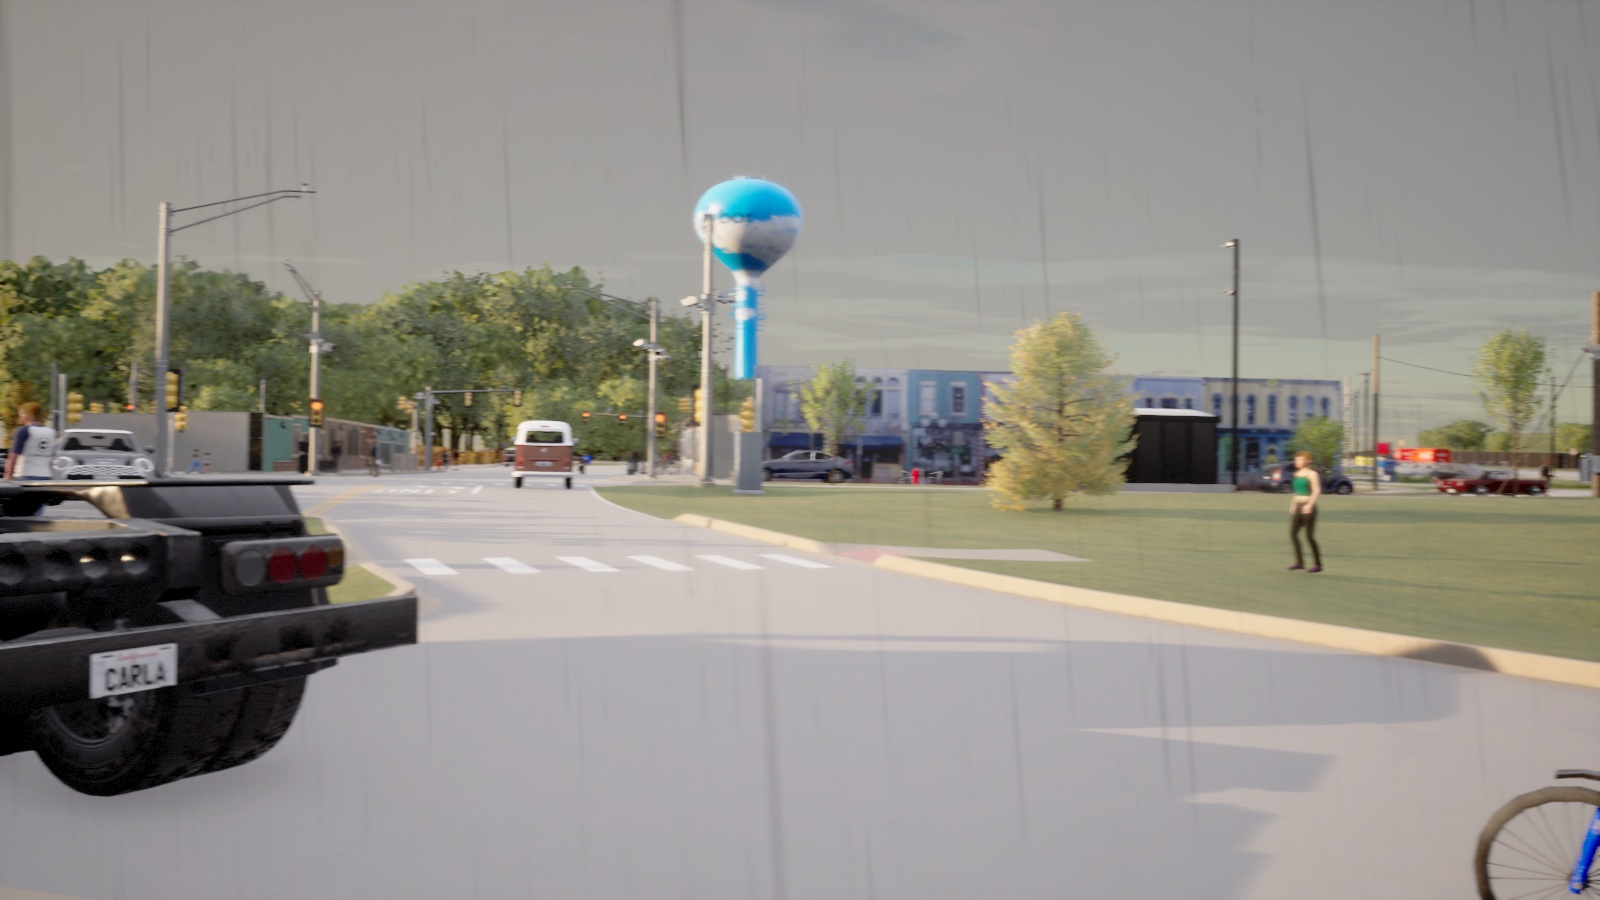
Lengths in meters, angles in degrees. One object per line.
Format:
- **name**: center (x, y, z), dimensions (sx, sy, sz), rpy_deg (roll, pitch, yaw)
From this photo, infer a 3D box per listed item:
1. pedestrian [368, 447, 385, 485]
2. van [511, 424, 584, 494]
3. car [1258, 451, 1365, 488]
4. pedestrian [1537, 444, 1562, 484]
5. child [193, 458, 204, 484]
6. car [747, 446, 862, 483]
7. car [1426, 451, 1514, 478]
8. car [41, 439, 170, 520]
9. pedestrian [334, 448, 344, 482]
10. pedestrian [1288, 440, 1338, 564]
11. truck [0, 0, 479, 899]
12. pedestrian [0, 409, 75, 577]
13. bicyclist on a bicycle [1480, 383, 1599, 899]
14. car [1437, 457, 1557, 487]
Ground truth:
- **pedestrian**: center (-20.518, 0.773, 60.848), dimensions (0.726, 1.842, 0.402), rpy_deg (0, -1, -3)
- **van**: center (-7.806, 0.291, 38.907), dimensions (2.069, 2.038, 4.480), rpy_deg (0, 0, -11)
- **car**: center (22.866, 0.861, 56.211), dimensions (3.988, 1.617, 1.851), rpy_deg (0, -1, -7)
- **pedestrian**: center (36.113, 0.683, 60.538), dimensions (0.563, 1.883, 0.849), rpy_deg (0, -1, -21)
- **child**: center (-28.596, 0.993, 59.729), dimensions (0.437, 1.263, 0.270), rpy_deg (0, -1, -15)
- **car**: center (0.158, 0.662, 57.232), dimensions (5.027, 1.651, 2.152), rpy_deg (0, -1, -7)
- **car**: center (38.792, 0.841, 72.832), dimensions (2.163, 1.488, 4.792), rpy_deg (0, 0, -7)
- **car**: center (-13.879, 0.536, 24.996), dimensions (1.970, 1.475, 3.806), rpy_deg (1, 0, -33)
- **pedestrian**: center (-25.993, 0.836, 70.840), dimensions (0.402, 1.930, 0.666), rpy_deg (0, -1, -7)
- **pedestrian**: center (7.716, 0.779, 18.894), dimensions (0.594, 1.836, 0.345), rpy_deg (0, -1, -13)
- **truck**: center (-5.594, -0.139, 5.899), dimensions (7.936, 3.462, 2.891), rpy_deg (-2, -1, 27)
- **pedestrian**: center (-8.494, 0.476, 13.977), dimensions (0.706, 1.836, 0.354), rpy_deg (-1, -1, 21)
- **bicyclist on a bicycle**: center (2.674, 0.641, 3.295), dimensions (1.509, 1.612, 0.866), rpy_deg (0, -1, 32)
- **car**: center (31.963, 1.017, 57.620), dimensions (4.718, 1.301, 1.895), rpy_deg (-1, -1, -14)
